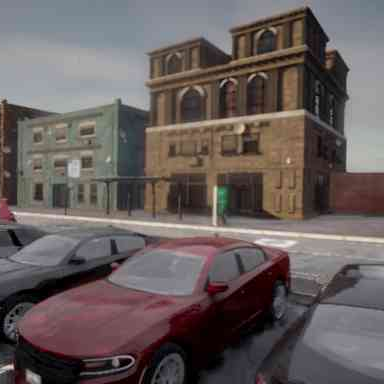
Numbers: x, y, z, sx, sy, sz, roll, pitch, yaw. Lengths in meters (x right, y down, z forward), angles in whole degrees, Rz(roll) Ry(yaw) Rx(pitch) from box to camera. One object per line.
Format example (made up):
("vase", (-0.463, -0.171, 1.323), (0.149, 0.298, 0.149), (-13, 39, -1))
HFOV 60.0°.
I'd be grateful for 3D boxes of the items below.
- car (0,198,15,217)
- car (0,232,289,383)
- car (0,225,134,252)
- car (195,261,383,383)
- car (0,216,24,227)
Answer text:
("car", (-9.145, 1.239, 11.636), (2.435, 2.045, 5.566), (0, 0, 36))
("car", (-0.053, 1.498, 5.192), (2.097, 1.535, 5.008), (0, 0, 35))
("car", (-2.324, 1.507, 6.811), (2.097, 1.535, 5.008), (0, 0, 36))
("car", (2.213, 1.521, 3.565), (2.002, 1.452, 4.674), (0, 0, 36))
("car", (-4.579, 1.538, 8.450), (2.163, 1.488, 4.792), (0, 0, 36))
